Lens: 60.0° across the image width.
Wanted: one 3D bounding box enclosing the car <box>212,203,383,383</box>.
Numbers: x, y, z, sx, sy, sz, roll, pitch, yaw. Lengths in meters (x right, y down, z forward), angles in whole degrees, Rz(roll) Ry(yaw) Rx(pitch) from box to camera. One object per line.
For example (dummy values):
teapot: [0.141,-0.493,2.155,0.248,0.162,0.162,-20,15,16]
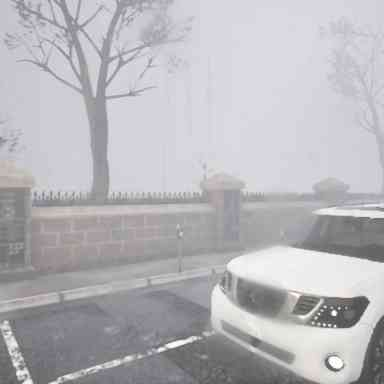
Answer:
car: [2.939,1.235,5.459,5.566,2.045,2.150,0,0,-35]
